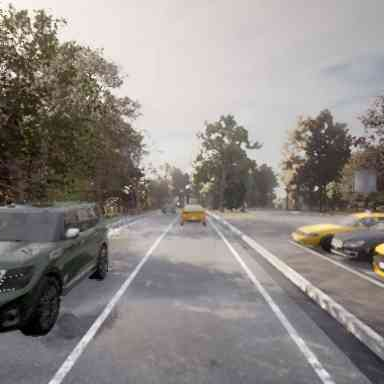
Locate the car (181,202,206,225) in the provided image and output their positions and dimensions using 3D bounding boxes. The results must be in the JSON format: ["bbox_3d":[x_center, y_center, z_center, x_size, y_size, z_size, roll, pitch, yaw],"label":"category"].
[{"bbox_3d":[0.105,1.780,26.552,1.882,1.535,5.008,0,-2,0],"label":"car"}]

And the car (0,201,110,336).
[{"bbox_3d":[-3.348,1.249,7.086,2.150,2.045,5.566,0,0,0],"label":"car"}]

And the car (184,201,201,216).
[{"bbox_3d":[0.105,2.135,43.319,2.097,1.767,4.553,0,-2,0],"label":"car"}]

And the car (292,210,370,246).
[{"bbox_3d":[6.903,1.538,13.558,5.366,1.575,1.946,0,0,0],"label":"car"}]

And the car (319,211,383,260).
[{"bbox_3d":[7.092,1.517,10.789,4.892,1.521,2.231,0,0,0],"label":"car"}]

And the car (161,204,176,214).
[{"bbox_3d":[-3.322,2.448,48.033,2.128,1.511,4.902,0,-2,0],"label":"car"}]

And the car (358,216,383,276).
[{"bbox_3d":[7.090,1.499,8.017,5.008,1.535,2.097,0,0,0],"label":"car"}]
